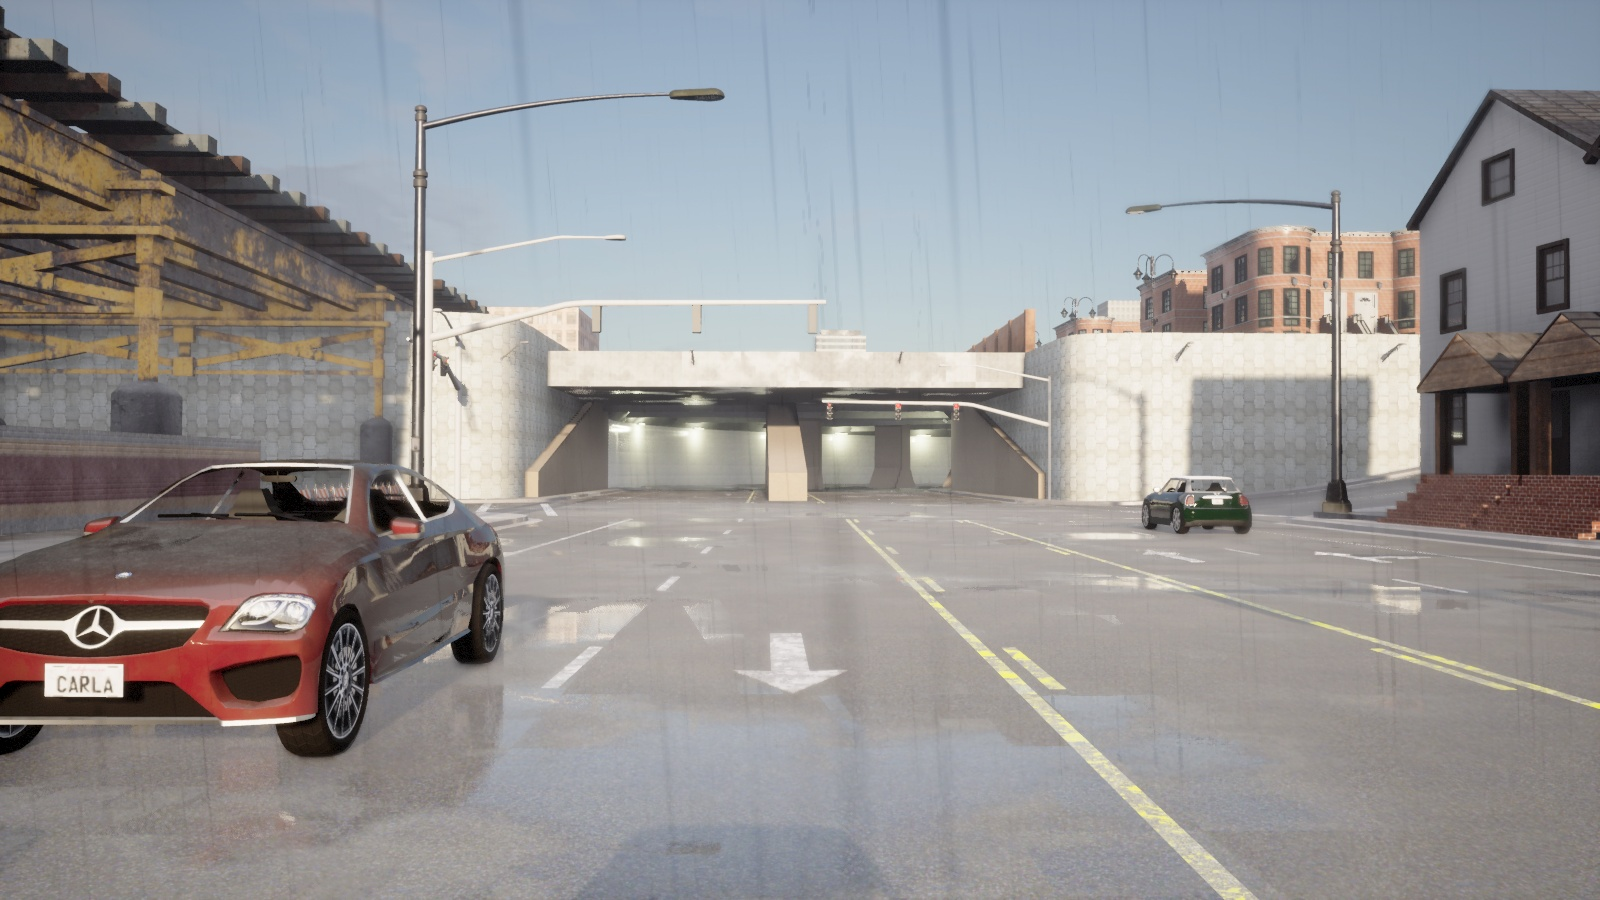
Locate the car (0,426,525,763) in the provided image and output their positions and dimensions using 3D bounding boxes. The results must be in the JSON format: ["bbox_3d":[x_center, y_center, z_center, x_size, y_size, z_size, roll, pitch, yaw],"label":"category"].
[{"bbox_3d":[-3.521,0.753,8.692,2.152,1.651,5.027,0,-1,0],"label":"car"}]

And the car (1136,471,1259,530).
[{"bbox_3d":[10.448,1.296,33.317,1.970,1.475,3.806,0,-1,-1],"label":"car"}]
